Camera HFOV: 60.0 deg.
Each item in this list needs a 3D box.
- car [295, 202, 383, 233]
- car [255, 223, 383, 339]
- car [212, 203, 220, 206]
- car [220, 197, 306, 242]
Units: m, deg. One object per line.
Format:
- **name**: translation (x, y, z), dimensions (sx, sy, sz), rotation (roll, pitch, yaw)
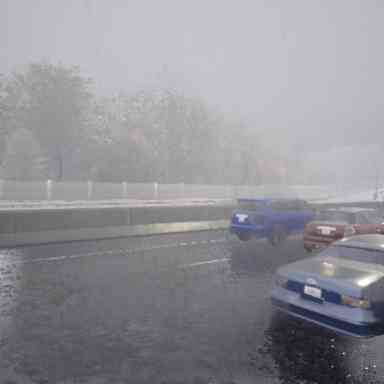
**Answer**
- **car**: translation (6.283, 1.370, 12.529), dimensions (4.553, 1.767, 2.097), rotation (0, 0, -36)
- **car**: translation (3.870, 1.557, 6.507), dimensions (5.357, 1.411, 2.033), rotation (0, 0, -36)
- **car**: translation (4.378, 1.531, 37.148), dimensions (4.902, 1.511, 2.128), rotation (0, 0, -35)
- **car**: translation (4.239, 1.240, 15.372), dimensions (5.566, 2.045, 2.150), rotation (0, 0, -36)
